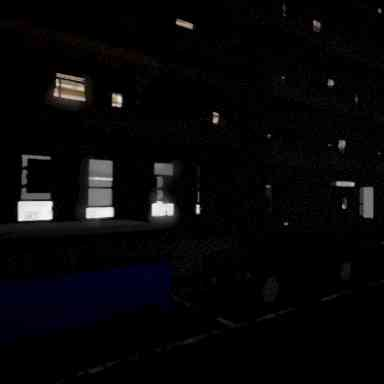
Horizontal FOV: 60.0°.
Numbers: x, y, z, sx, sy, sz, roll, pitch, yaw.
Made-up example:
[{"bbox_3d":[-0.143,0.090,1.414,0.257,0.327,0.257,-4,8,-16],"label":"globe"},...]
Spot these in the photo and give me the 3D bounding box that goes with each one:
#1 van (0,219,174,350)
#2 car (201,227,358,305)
[{"bbox_3d":[-2.209,1.348,4.981,3.998,1.788,1.690,1,0,-35],"label":"van"},{"bbox_3d":[2.286,1.592,8.186,4.507,1.381,1.887,1,0,-35],"label":"car"}]
